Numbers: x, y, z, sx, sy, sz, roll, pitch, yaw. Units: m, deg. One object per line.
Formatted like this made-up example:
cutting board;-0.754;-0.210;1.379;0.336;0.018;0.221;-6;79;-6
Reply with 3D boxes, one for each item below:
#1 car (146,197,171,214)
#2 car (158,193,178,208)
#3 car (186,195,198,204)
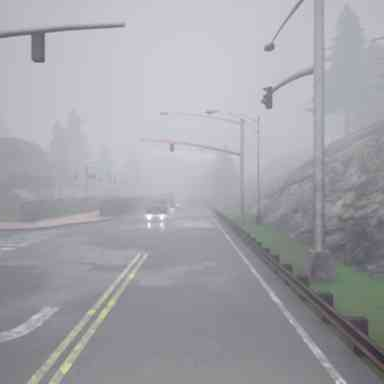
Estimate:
car;-3.584;1.519;34.435;1.994;1.385;4.181;0;0;-1
car;-3.553;1.160;47.283;2.150;2.045;5.566;0;0;1
car;0.029;1.273;60.284;2.097;1.767;4.553;0;0;0
